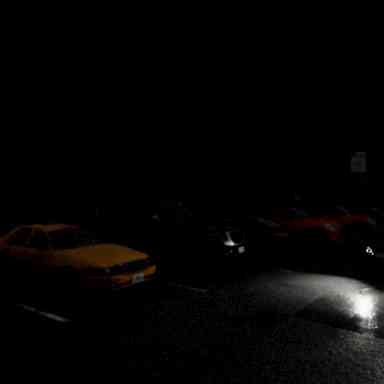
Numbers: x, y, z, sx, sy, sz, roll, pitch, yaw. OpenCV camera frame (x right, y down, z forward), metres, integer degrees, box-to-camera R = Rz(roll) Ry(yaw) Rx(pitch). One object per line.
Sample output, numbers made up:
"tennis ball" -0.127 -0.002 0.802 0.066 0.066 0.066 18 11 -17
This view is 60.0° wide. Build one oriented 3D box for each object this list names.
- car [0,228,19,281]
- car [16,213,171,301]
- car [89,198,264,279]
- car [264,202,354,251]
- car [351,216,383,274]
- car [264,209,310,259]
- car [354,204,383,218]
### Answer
"car" -5.893 1.522 6.746 4.792 1.488 2.163 -1 -1 35
"car" -3.307 1.467 8.383 5.366 1.575 1.946 -1 -1 35
"car" -0.982 1.203 10.216 5.566 2.045 2.435 -1 -1 35
"car" 3.882 1.295 13.686 4.553 1.767 2.185 -1 -1 35
"car" 6.609 1.462 9.186 4.674 1.442 1.812 0 0 -35
"car" 1.452 1.477 11.934 4.674 1.452 2.002 -1 0 35
"car" 6.337 1.279 15.412 4.553 1.767 2.185 -1 -1 35
